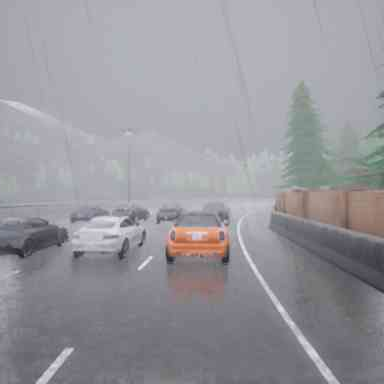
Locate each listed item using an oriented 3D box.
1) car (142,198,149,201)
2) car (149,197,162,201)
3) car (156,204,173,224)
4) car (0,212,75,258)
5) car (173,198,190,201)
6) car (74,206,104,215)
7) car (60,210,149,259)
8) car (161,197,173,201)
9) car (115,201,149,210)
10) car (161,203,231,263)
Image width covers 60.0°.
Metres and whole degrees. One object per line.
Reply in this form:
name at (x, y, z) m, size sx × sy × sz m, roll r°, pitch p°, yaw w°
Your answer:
car at (-10.919, 2.255, 84.866) m, size 1.882 × 1.535 × 5.008 m, roll 0°, pitch -1°, yaw 27°
car at (-7.883, 2.122, 83.126) m, size 2.097 × 1.767 × 4.553 m, roll 0°, pitch -1°, yaw 27°
car at (-1.491, 1.742, 26.805) m, size 2.128 × 1.511 × 4.902 m, roll 0°, pitch 0°, yaw 10°
car at (-6.644, 1.681, 13.282) m, size 1.994 × 1.385 × 4.181 m, roll 0°, pitch 0°, yaw 5°
car at (-1.850, 2.260, 79.559) m, size 2.128 × 1.511 × 4.902 m, roll 0°, pitch -1°, yaw 27°
car at (-8.409, 1.815, 27.901) m, size 1.994 × 1.385 × 4.181 m, roll 0°, pitch -1°, yaw 10°
car at (-3.143, 1.646, 13.145) m, size 1.812 × 1.442 × 4.674 m, roll 0°, pitch 0°, yaw 5°
car at (-4.886, 2.340, 81.299) m, size 1.895 × 1.301 × 4.718 m, roll 0°, pitch -1°, yaw 27°
car at (-4.944, 1.743, 27.376) m, size 2.128 × 1.511 × 4.902 m, roll 0°, pitch 0°, yaw 10°
car at (0.320, 1.469, 12.600) m, size 2.097 × 1.767 × 4.553 m, roll 0°, pitch -1°, yaw 4°
